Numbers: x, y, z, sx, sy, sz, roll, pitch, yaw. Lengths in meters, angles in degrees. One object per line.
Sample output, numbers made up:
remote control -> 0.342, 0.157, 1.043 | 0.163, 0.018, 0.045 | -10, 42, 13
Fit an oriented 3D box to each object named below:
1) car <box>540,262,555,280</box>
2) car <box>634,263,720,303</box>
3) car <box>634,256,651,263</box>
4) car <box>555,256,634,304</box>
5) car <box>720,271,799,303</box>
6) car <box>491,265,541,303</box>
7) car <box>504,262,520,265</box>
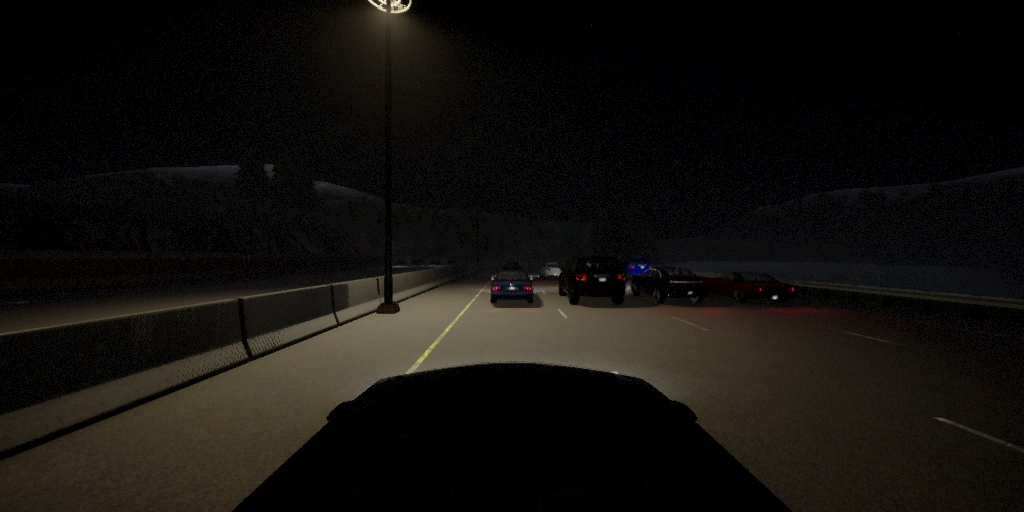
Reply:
car -> 3.500, 1.283, 31.500 | 1.812, 1.442, 4.674 | 0, 0, 0
car -> 7.000, 1.245, 16.500 | 2.128, 1.511, 4.902 | 0, 0, 0
car -> 10.500, 1.008, 31.530 | 2.150, 2.045, 5.566 | 0, 0, 0
car -> 3.500, 1.008, 16.530 | 2.150, 2.045, 5.566 | 0, 0, 0
car -> 10.500, 1.366, 16.530 | 1.895, 1.301, 4.718 | 0, 0, 0
car -> 0.000, 1.313, 16.500 | 2.033, 1.411, 5.357 | 0, 0, 0
car -> 0.000, 1.283, 31.500 | 1.812, 1.442, 4.674 | 0, 0, 0
